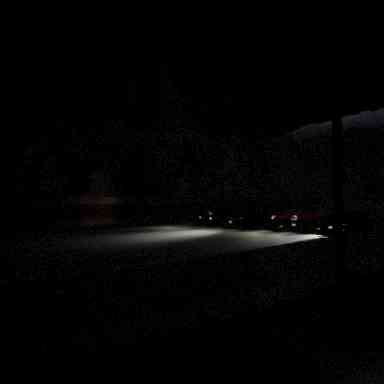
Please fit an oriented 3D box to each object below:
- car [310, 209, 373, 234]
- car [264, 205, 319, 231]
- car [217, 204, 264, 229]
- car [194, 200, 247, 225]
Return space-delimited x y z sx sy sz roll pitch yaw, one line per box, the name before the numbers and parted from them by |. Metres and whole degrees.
car | 9.432 1.855 20.468 4.181 1.385 1.994 1 -1 -42
car | 7.503 1.705 23.430 4.553 1.767 2.097 0 -1 -43
car | 4.577 1.902 25.517 4.902 1.511 2.128 1 -1 -42
car | 2.692 1.683 28.517 5.566 2.045 2.150 1 -1 -43
